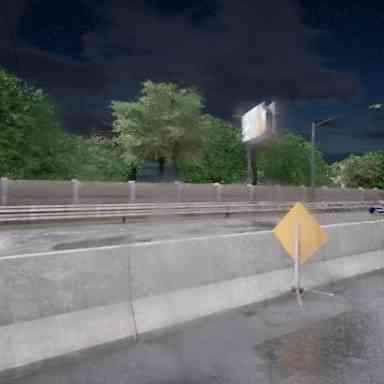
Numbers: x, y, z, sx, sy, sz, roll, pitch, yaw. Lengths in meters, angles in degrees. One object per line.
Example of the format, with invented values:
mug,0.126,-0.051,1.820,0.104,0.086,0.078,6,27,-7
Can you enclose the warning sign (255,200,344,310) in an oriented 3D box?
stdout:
warning sign,2.108,1.125,6.640,1.060,1.860,1.300,-1,2,-35

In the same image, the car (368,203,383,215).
car,21.222,1.856,36.316,4.718,1.301,1.895,1,0,-35
